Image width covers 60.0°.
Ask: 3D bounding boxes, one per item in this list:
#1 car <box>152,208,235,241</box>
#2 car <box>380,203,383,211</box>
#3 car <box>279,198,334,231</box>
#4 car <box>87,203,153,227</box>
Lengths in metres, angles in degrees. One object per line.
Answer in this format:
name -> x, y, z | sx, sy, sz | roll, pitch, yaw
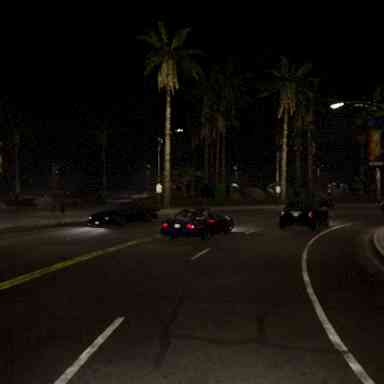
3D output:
car -> 0.461, 1.496, 16.457 | 2.033, 1.411, 5.357 | 0, 0, 26
car -> 23.723, 1.526, 38.182 | 4.181, 1.385, 1.994 | 0, 0, -25
car -> 7.062, 1.311, 20.596 | 2.097, 1.767, 4.553 | 0, 0, 34
car -> -4.411, 1.460, 22.271 | 2.033, 1.411, 5.357 | 0, 0, 29
